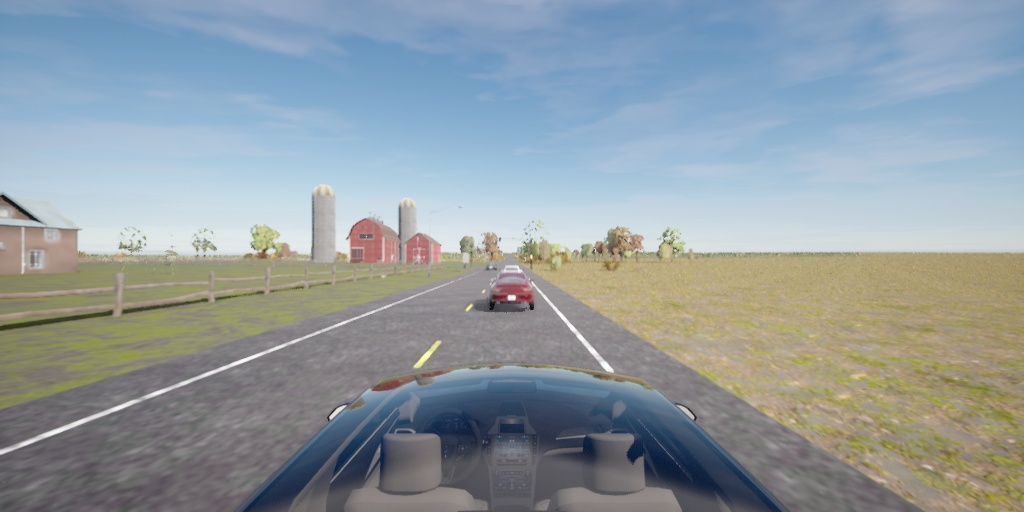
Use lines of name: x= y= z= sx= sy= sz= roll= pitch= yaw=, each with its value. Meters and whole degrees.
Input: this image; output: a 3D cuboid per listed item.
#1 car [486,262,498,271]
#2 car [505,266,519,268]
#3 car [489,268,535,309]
car: x=-3.569 y=1.823 z=63.388 sx=2.128 sy=1.511 sz=4.902 roll=0 pitch=-1 yaw=0
car: x=-0.001 y=1.559 z=30.736 sx=1.812 sy=1.442 sz=4.674 roll=0 pitch=0 yaw=0
car: x=0.012 y=1.415 z=15.740 sx=1.812 sy=1.442 sz=4.674 roll=0 pitch=0 yaw=0
